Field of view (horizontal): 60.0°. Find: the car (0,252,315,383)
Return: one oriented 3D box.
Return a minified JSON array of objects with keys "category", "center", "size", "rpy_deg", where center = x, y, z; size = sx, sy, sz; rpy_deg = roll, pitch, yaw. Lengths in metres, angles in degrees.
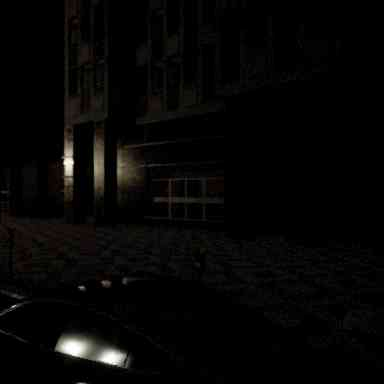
[{"category":"car","center":[-0.941,1.567,3.516],"size":[4.313,1.339,1.947],"rpy_deg":[0,0,35]}]
